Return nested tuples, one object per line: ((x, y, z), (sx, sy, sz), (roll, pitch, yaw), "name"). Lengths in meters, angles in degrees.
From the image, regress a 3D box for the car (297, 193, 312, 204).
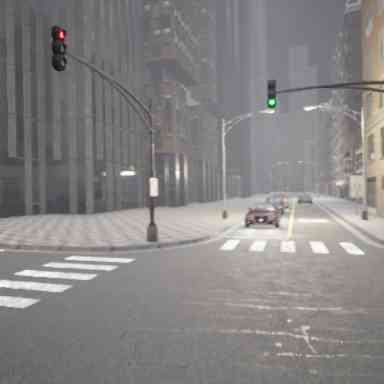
((16.668, 1.058, 49.106), (1.994, 1.385, 4.181), (-1, 0, 17), "car")

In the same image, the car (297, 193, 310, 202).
((19.633, 0.940, 58.603), (1.994, 1.385, 4.181), (-1, 0, 17), "car")

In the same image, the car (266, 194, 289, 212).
((7.454, 1.236, 30.312), (2.128, 1.511, 4.902), (-1, 0, 18), "car")

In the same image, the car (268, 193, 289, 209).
((10.410, 1.005, 39.758), (2.097, 1.767, 4.553), (-1, 0, 18), "car")

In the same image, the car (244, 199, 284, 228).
((4.510, 1.398, 20.909), (1.994, 1.385, 4.181), (-1, 0, 17), "car")
